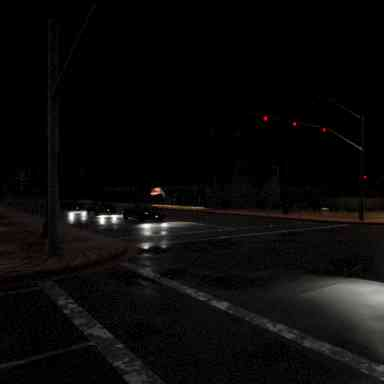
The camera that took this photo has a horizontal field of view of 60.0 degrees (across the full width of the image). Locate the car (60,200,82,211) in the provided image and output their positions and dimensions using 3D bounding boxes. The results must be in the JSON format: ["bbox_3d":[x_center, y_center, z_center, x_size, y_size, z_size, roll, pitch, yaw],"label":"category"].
[{"bbox_3d":[-15.029,1.601,41.763,1.895,1.301,4.718,0,0,-35],"label":"car"}]

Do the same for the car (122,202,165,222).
[{"bbox_3d":[-3.950,1.526,26.246,1.812,1.442,4.674,0,0,-36],"label":"car"}]

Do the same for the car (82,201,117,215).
[{"bbox_3d":[-9.185,1.564,33.559,1.994,1.385,4.181,0,0,-35],"label":"car"}]
